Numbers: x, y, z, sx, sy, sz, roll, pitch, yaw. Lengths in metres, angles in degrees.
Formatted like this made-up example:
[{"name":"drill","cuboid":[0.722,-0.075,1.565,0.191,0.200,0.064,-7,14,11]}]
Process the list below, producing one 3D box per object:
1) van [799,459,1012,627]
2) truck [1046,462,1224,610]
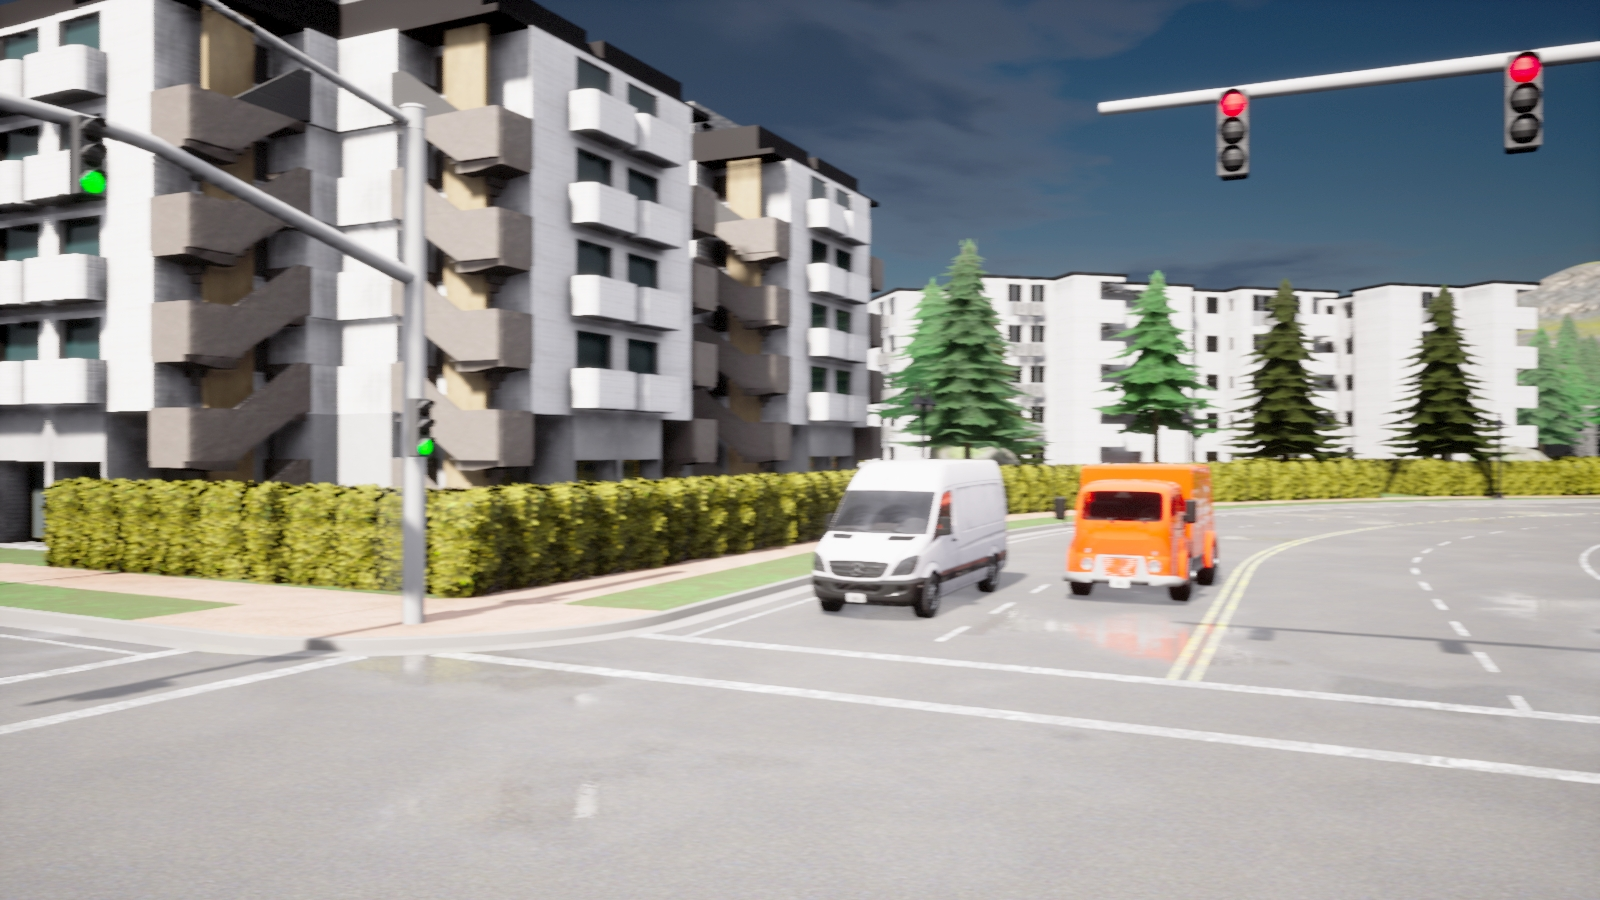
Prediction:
[{"name":"van","cuboid":[2.134,1.480,20.921,1.988,2.561,5.915,0,0,25]},{"name":"truck","cuboid":[6.756,1.515,22.577,2.627,2.467,5.204,0,0,25]}]
